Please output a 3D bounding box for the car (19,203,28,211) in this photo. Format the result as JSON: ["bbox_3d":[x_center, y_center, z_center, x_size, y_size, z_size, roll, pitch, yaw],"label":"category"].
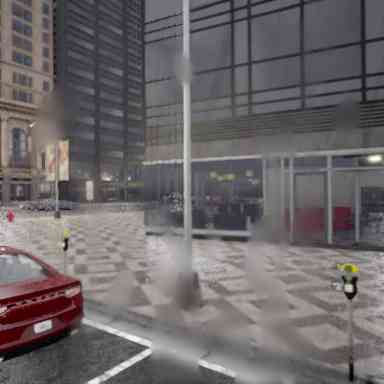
[{"bbox_3d":[-18.503,1.577,40.754,2.128,1.511,4.902,-1,0,35],"label":"car"}]

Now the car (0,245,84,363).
[{"bbox_3d":[-3.684,1.561,5.480,4.507,1.381,1.887,0,-1,35],"label":"car"}]

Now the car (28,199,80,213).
[{"bbox_3d":[-15.788,1.599,38.969,2.033,1.411,5.357,-1,0,35],"label":"car"}]
